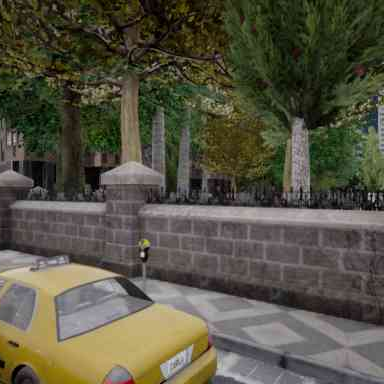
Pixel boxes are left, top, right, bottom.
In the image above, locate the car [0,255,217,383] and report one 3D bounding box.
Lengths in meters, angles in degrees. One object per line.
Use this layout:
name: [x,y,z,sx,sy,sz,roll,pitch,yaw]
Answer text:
car: [-2.014,1.525,4.395,4.829,1.417,1.752,0,0,35]
